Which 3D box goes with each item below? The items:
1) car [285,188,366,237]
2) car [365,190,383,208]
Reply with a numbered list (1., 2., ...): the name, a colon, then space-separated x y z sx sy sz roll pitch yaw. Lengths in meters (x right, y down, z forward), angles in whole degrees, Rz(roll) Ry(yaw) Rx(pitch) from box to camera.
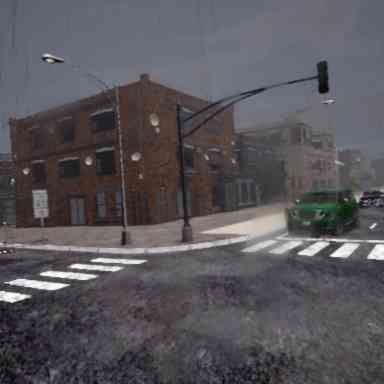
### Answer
1. car: 6.451 0.864 16.096 2.150 2.045 5.566 -3 0 38
2. car: 16.167 0.596 29.781 1.837 1.490 4.892 -3 -1 35
